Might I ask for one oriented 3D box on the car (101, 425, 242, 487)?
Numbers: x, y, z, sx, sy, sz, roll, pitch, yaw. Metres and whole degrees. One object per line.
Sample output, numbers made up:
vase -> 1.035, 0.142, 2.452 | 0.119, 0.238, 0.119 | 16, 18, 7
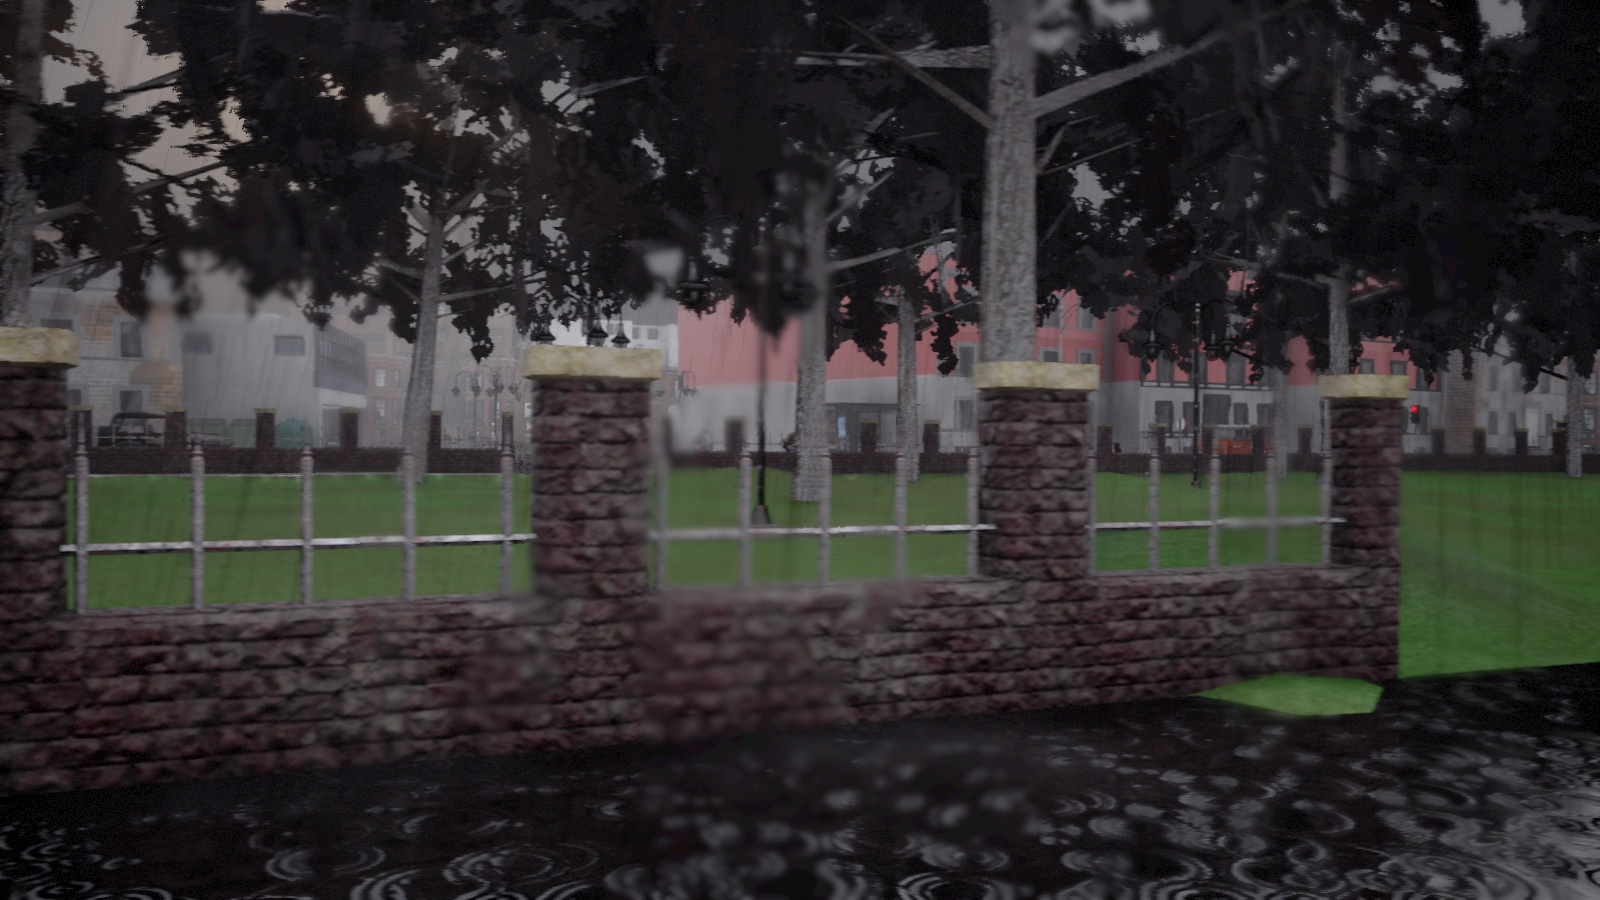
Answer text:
car -> -20.062, 0.147, 40.253 | 3.866, 1.878, 1.905 | -1, 1, -22

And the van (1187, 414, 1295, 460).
van -> 19.734, -0.586, 56.185 | 4.442, 1.987, 1.775 | -1, 1, -21

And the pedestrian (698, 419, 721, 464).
pedestrian -> -4.036, -0.383, 55.936 | 0.873, 1.952, 0.659 | -1, 1, -17
